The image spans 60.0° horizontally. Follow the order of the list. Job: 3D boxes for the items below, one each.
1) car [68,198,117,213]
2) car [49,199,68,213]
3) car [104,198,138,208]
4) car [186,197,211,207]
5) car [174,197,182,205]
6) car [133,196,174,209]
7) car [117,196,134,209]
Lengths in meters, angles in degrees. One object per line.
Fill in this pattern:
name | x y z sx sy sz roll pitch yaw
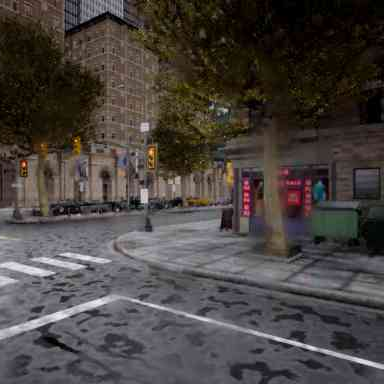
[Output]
car | -10.694 1.564 35.904 1.994 1.385 4.181 0 0 36
car | -13.876 1.505 37.477 1.837 1.490 4.892 0 0 36
car | -10.206 1.595 47.937 1.895 1.301 4.718 0 0 36
car | 1.042 1.478 52.121 1.882 1.535 5.008 0 0 36
car | -1.816 1.478 54.148 1.882 1.535 5.008 0 0 36
car | -4.965 1.505 43.832 1.837 1.490 4.892 0 0 36
car | -7.932 1.352 45.703 2.097 1.767 4.553 0 0 36
